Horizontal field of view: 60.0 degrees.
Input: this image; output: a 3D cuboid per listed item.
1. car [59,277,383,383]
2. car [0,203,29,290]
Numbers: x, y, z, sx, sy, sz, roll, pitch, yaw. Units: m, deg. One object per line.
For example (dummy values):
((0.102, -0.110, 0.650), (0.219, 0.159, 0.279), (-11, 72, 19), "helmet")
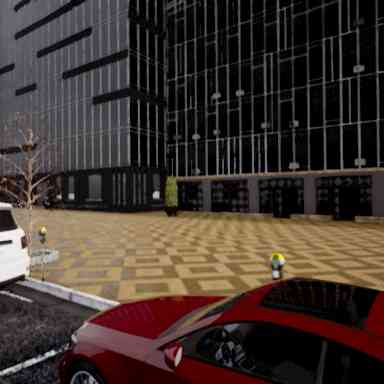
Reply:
((0.829, 1.522, 2.844), (4.674, 1.442, 1.812), (0, 0, 35), "car")
((-6.177, 1.190, 6.967), (5.566, 2.045, 2.150), (0, 0, 17), "car")
